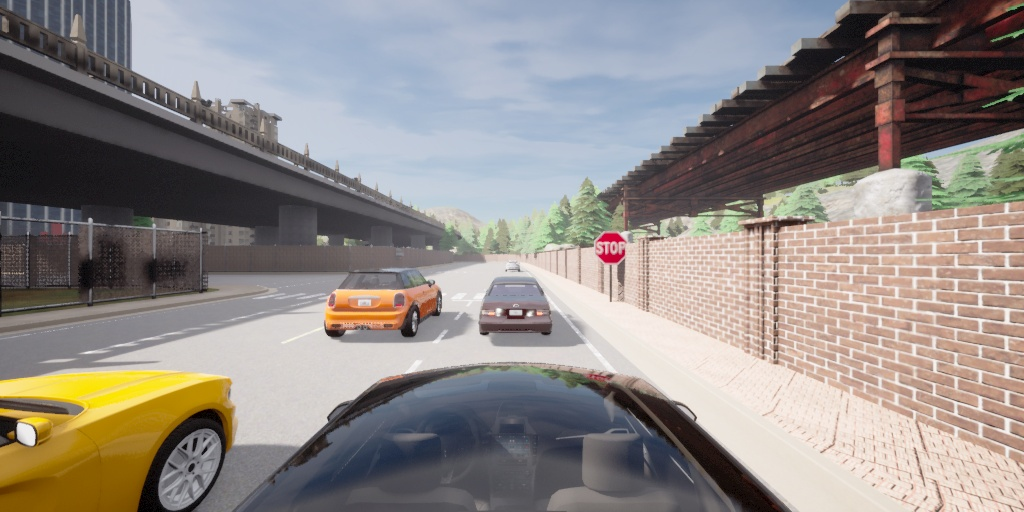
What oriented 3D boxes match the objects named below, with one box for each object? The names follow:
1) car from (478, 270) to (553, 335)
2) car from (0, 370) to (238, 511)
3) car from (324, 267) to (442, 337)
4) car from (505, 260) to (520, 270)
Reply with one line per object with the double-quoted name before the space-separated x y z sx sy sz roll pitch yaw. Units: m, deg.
"car" 0.082 1.297 10.454 2.033 1.411 5.357 0 0 0
"car" -3.398 1.228 1.175 1.882 1.535 5.008 0 0 0
"car" -3.419 1.102 10.433 2.097 1.767 4.553 0 0 0
"car" 0.085 1.275 46.320 1.812 1.442 4.674 0 0 -1
